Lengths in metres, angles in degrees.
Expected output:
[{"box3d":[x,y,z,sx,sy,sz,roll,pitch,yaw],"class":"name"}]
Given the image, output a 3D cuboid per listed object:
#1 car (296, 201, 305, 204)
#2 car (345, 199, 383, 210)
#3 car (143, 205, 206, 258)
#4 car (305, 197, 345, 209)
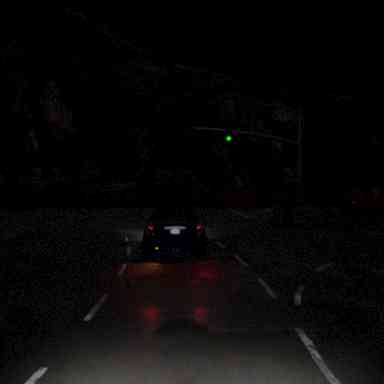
[{"box3d":[15.209,1.286,39.638,5.357,1.411,2.033,0,0,-2],"class":"car"},{"box3d":[16.159,1.359,29.164,4.181,1.385,1.994,0,0,-2],"class":"car"},{"box3d":[-0.748,1.281,12.749,2.097,1.767,4.553,0,0,-6],"class":"car"},{"box3d":[15.252,1.285,36.131,4.674,1.442,1.812,0,0,-2],"class":"car"}]
